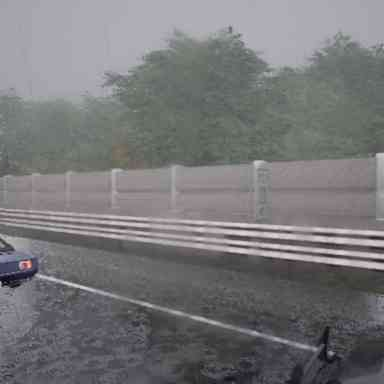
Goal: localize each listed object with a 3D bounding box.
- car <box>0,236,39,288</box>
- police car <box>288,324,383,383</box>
[{"bbox_3d":[-5.801,1.622,8.056,4.718,1.301,1.895,0,0,36],"label":"car"},{"bbox_3d":[3.063,1.502,1.679,4.974,1.542,2.038,0,0,35],"label":"police car"}]
